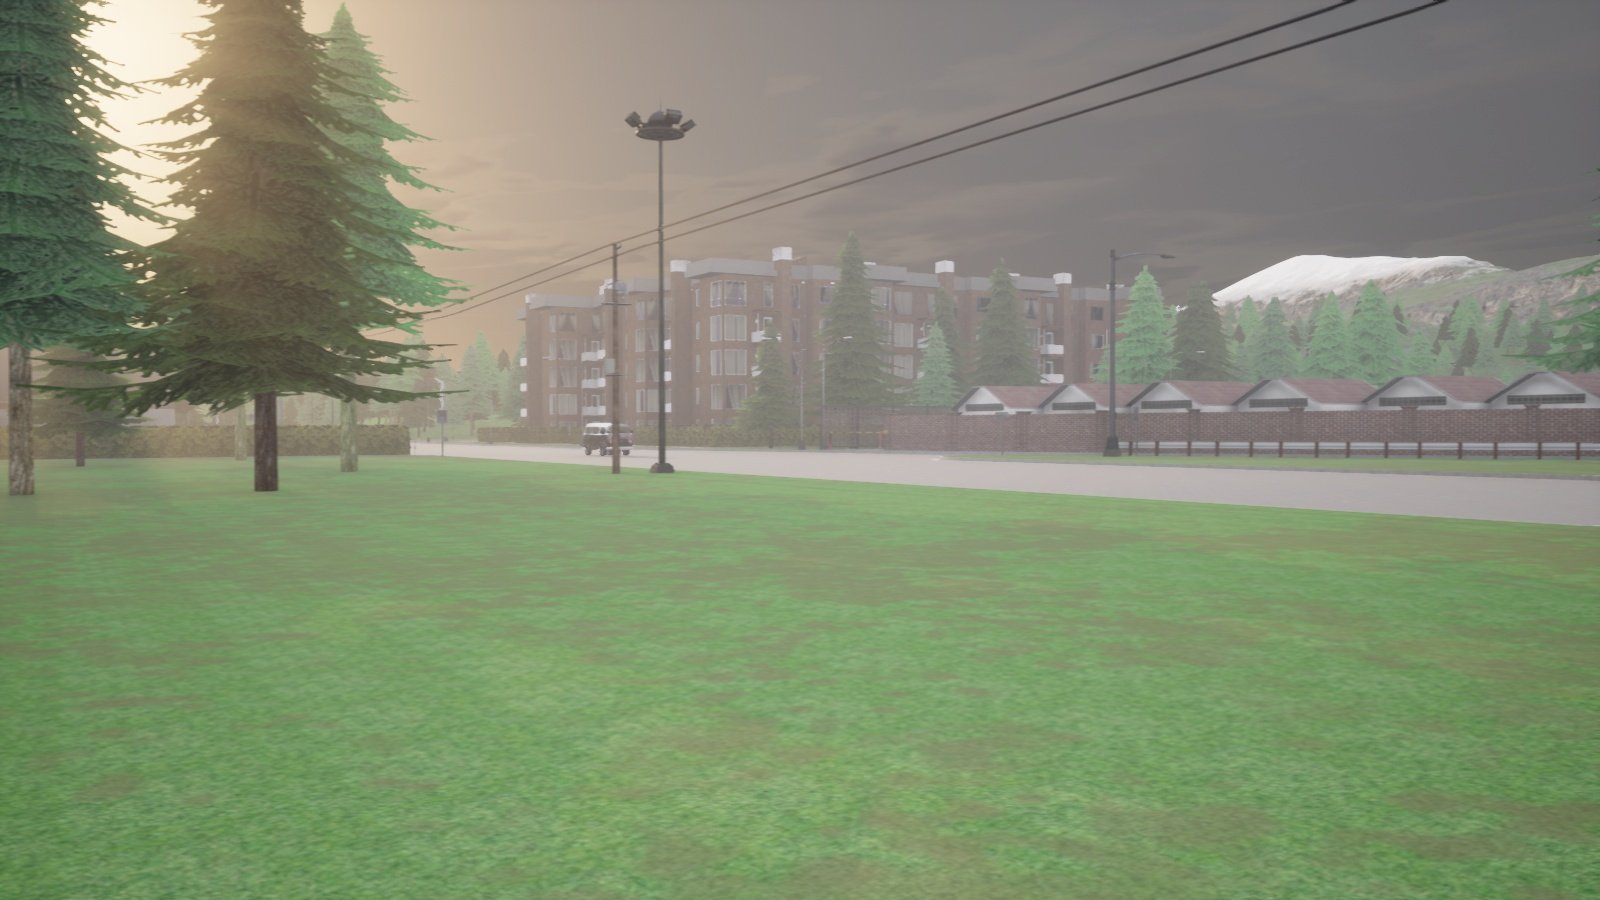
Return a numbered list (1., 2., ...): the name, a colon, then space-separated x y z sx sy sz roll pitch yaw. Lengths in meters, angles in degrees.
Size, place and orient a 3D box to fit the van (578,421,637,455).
1. van: -11.785 -0.738 76.561 2.069 2.038 4.480 0 1 -30
